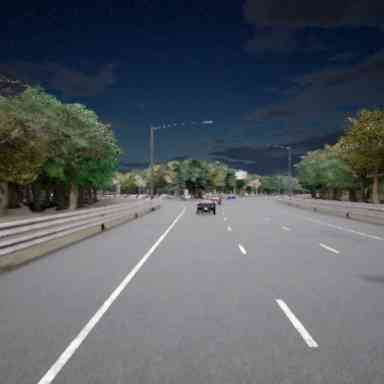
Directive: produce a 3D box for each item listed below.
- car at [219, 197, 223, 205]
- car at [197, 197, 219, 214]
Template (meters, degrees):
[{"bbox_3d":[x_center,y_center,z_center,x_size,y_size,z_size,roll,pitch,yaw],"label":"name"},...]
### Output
[{"bbox_3d":[4.264,1.535,58.008,1.812,1.442,4.674,0,0,8],"label":"car"},{"bbox_3d":[1.617,1.482,35.443,1.882,1.535,5.008,0,0,5],"label":"car"}]
